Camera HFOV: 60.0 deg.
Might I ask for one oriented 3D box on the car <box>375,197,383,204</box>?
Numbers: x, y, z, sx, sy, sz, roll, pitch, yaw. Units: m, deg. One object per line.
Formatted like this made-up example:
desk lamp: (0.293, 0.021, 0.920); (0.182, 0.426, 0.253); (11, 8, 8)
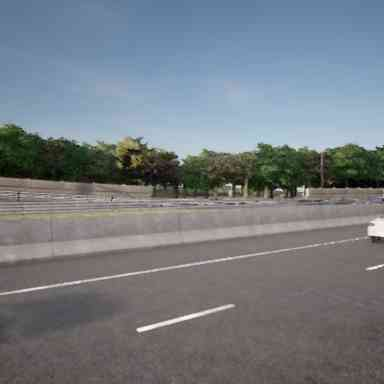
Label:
car: (23.002, 1.567, 37.545); (4.181, 1.385, 1.994); (0, 0, -35)

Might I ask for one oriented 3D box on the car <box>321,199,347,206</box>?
car: (18.549, 1.566, 42.970); (4.181, 1.385, 1.994); (0, 0, -35)

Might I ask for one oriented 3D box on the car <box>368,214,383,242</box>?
car: (9.728, 1.529, 14.987); (4.674, 1.442, 1.812); (0, 0, -36)

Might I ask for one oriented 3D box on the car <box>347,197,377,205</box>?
car: (21.646, 1.354, 40.867); (4.553, 1.767, 2.097); (0, 0, -35)
